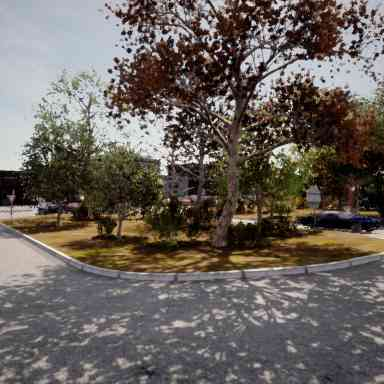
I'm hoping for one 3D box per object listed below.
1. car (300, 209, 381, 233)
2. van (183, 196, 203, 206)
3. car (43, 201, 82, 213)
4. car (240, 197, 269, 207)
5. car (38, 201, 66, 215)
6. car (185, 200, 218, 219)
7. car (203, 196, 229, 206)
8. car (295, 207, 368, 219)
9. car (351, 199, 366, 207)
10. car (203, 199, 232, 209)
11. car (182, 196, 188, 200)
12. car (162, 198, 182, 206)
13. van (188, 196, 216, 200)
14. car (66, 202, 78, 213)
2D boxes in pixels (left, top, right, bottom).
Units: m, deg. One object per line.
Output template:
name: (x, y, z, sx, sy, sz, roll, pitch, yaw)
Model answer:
car: (9.915, 1.975, 22.318, 1.895, 1.301, 4.718, 3, -3, -39)
van: (0.211, 1.820, 68.680, 1.878, 1.987, 4.442, 1, -1, -36)
car: (-18.144, 2.057, 46.699, 4.892, 1.490, 1.837, -1, 0, -35)
car: (10.996, 1.861, 61.501, 2.435, 2.045, 5.566, 1, -1, -36)
car: (-17.518, 1.931, 40.962, 2.185, 1.767, 4.553, -1, 0, -35)
car: (1.379, 1.978, 34.096, 2.097, 1.767, 4.553, 3, -2, -35)
car: (5.184, 1.889, 72.370, 2.435, 2.045, 5.566, 1, -1, -36)
car: (10.853, 2.087, 26.319, 2.033, 1.411, 5.357, 3, -3, -38)
car: (33.864, 2.457, 67.219, 2.150, 2.045, 5.566, 1, -1, 13)
car: (4.314, 2.001, 56.437, 1.946, 1.575, 5.366, 1, 0, -36)
car: (-2.306, 1.884, 66.977, 2.185, 1.767, 4.553, 1, 0, -36)
car: (-4.803, 1.983, 65.449, 1.946, 1.575, 5.366, 1, 0, -36)
van: (1.870, 1.756, 55.053, 1.878, 1.987, 4.442, 1, 0, -36)
car: (-14.968, 2.069, 42.849, 2.002, 1.452, 4.674, -1, 0, -36)
